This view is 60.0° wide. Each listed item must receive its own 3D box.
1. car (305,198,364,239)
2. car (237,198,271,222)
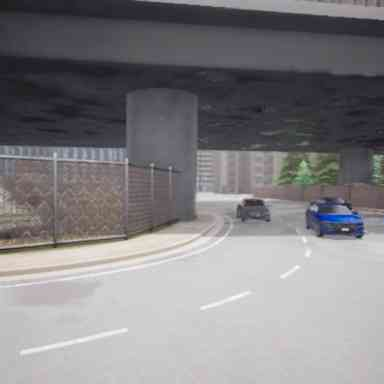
[{"bbox_3d":[6.902,1.285,16.514,1.882,1.535,5.008,1,1,10],"label":"car"},{"bbox_3d":[4.243,1.212,23.144,1.837,1.490,4.892,1,1,2],"label":"car"}]
